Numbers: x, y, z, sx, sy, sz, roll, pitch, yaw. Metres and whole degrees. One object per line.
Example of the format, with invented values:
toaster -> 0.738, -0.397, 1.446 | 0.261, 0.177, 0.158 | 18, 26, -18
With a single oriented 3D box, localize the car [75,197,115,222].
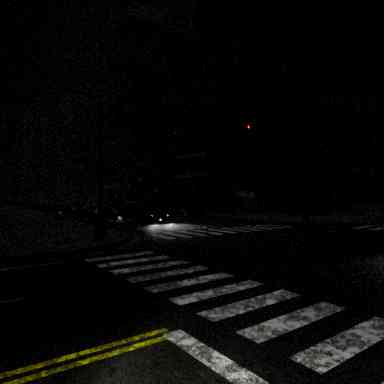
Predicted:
car -> -7.226, 1.423, 25.684 | 1.967, 1.590, 4.097 | 0, 0, -35

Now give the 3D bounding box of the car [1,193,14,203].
car -> -39.192, 1.556, 70.573 | 1.887, 1.381, 4.507 | 0, 0, -35

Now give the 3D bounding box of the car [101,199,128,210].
car -> -10.279, 1.579, 43.806 | 1.947, 1.339, 4.313 | 0, 0, -35

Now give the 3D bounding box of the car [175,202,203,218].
car -> -0.689, 1.581, 30.338 | 1.947, 1.339, 4.313 | 0, 0, -35

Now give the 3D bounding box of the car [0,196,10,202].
car -> -42.389, 1.598, 75.063 | 1.802, 1.307, 4.206 | 0, 0, -35

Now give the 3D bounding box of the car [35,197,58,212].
car -> -16.816, 1.563, 39.150 | 1.802, 1.307, 4.206 | 0, 0, -35

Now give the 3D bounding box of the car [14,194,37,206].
car -> -26.405, 1.430, 52.617 | 1.967, 1.590, 4.097 | 0, 0, -35

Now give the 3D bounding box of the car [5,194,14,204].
car -> -32.799, 1.551, 61.595 | 2.008, 1.369, 4.403 | 0, 0, -35

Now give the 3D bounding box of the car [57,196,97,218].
car -> -10.422, 1.421, 30.173 | 1.967, 1.590, 4.097 | 0, 0, -35

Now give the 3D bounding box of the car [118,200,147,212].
car -> -7.083, 1.594, 39.317 | 1.802, 1.307, 4.206 | 0, 0, -35

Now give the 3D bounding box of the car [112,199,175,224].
car -> -3.788, 1.541, 25.200 | 2.033, 1.411, 5.357 | 0, 0, -37

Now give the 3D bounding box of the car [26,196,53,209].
car -> -20.012, 1.534, 43.639 | 2.008, 1.369, 4.403 | 0, 0, -35

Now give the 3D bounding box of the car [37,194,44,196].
car -> -35.851, 1.488, 79.718 | 1.967, 1.590, 4.097 | 0, 0, -35

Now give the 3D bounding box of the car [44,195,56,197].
car -> -29.458, 1.478, 70.739 | 1.967, 1.590, 4.097 | 0, 0, -35
